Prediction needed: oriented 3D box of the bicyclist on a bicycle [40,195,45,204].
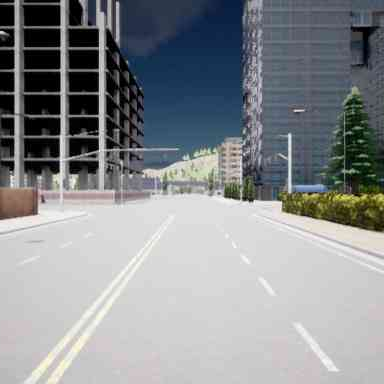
[{"bbox_3d":[-26.440,1.277,58.857,0.582,1.620,1.656,0,0,1],"label":"bicyclist on a bicycle"}]
